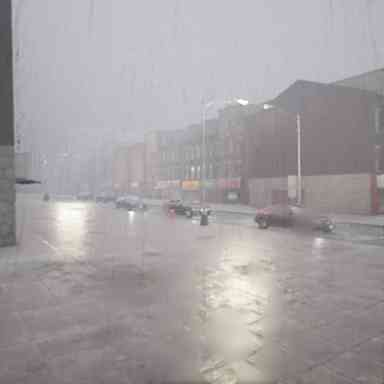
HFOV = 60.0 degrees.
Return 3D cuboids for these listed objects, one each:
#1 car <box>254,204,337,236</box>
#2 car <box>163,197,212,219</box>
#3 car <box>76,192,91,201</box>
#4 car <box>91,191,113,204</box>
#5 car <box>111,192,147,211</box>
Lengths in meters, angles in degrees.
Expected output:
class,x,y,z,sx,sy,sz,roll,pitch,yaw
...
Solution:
class,x,y,z,sx,sy,sz,roll,pitch,yaw
car,5.358,1.367,17.790,1.812,1.442,4.674,-1,1,-34
car,-0.460,1.197,25.958,2.128,1.511,4.902,-1,2,-35
car,-17.965,0.719,55.680,1.837,1.490,4.892,-1,1,-36
car,-12.268,0.676,47.657,2.097,1.767,4.553,-1,1,-35
car,-6.341,1.093,34.241,1.812,1.442,4.674,-1,2,-35
